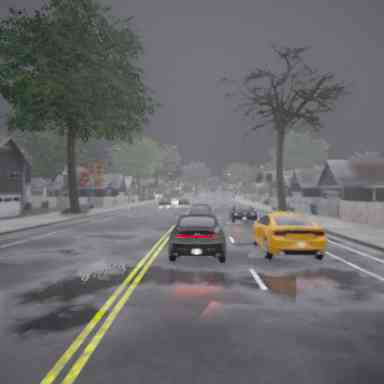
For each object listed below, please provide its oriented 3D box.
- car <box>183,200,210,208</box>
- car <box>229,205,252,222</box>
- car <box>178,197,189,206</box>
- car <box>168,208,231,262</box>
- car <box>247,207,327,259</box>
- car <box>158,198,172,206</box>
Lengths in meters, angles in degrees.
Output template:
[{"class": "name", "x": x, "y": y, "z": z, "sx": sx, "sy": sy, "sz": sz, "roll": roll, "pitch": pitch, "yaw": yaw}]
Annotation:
[{"class": "car", "x": 0.662, "y": 1.615, "z": 25.332, "sx": 2.033, "sy": 1.411, "sz": 5.357, "roll": 0, "pitch": 0, "yaw": 3}, {"class": "car", "x": 3.988, "y": 1.673, "z": 26.770, "sx": 1.895, "sy": 1.301, "sz": 4.718, "roll": 0, "pitch": 0, "yaw": 3}, {"class": "car", "x": -1.382, "y": 1.663, "z": 58.099, "sx": 2.033, "sy": 1.411, "sz": 5.357, "roll": 0, "pitch": 0, "yaw": 3}, {"class": "car", "x": 0.227, "y": 1.538, "z": 12.160, "sx": 1.837, "sy": 1.490, "sz": 4.892, "roll": 0, "pitch": -1, "yaw": 2}, {"class": "car", "x": 3.498, "y": 1.517, "z": 12.756, "sx": 1.882, "sy": 1.535, "sz": 5.008, "roll": 0, "pitch": -1, "yaw": 3}, {"class": "car", "x": -4.674, "y": 1.676, "z": 57.480, "sx": 1.994, "sy": 1.385, "sz": 4.181, "roll": 0, "pitch": 0, "yaw": 3}]
